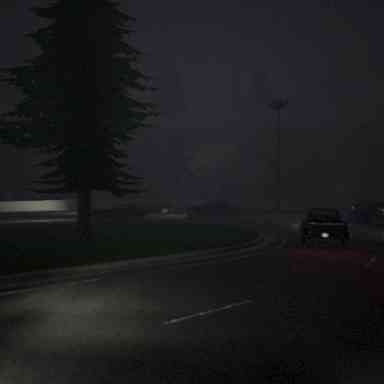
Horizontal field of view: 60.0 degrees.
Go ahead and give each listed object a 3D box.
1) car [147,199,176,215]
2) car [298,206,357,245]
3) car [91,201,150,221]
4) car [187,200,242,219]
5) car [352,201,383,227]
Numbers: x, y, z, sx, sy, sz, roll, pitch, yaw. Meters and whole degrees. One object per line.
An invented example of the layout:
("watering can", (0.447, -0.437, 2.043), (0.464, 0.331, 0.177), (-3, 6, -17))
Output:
("car", (-4.109, 1.501, 33.972), (4.902, 1.511, 2.128), (0, 0, 0))
("car", (6.065, 1.502, 15.585), (2.128, 1.511, 4.902), (0, 0, 18))
("car", (-6.082, 1.608, 26.965), (4.718, 1.301, 1.895), (0, 0, -12))
("car", (1.916, 1.491, 29.571), (5.008, 1.535, 1.882), (0, -1, 27))
("car", (12.213, 1.370, 22.968), (2.097, 1.767, 4.553), (0, 0, -16))
